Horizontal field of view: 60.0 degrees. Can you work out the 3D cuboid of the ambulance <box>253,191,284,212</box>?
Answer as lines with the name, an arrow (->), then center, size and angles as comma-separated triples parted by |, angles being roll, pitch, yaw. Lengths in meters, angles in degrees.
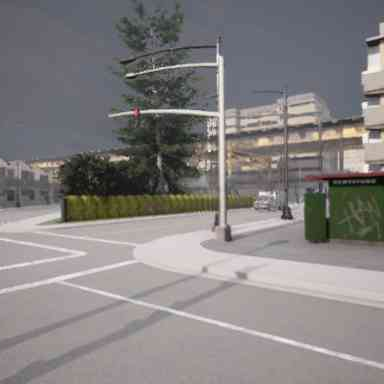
ambulance -> 9.840, 1.162, 41.685 | 2.351, 2.431, 6.366 | -1, -1, 36
